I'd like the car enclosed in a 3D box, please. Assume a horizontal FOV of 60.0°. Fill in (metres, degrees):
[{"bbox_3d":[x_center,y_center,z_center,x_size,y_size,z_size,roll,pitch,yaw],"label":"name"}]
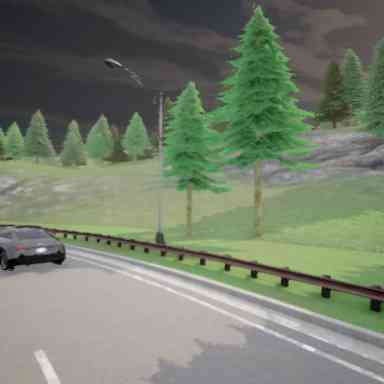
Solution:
[{"bbox_3d":[-6.445,1.941,12.498,4.181,1.385,1.994,-1,-3,45],"label":"car"}]
